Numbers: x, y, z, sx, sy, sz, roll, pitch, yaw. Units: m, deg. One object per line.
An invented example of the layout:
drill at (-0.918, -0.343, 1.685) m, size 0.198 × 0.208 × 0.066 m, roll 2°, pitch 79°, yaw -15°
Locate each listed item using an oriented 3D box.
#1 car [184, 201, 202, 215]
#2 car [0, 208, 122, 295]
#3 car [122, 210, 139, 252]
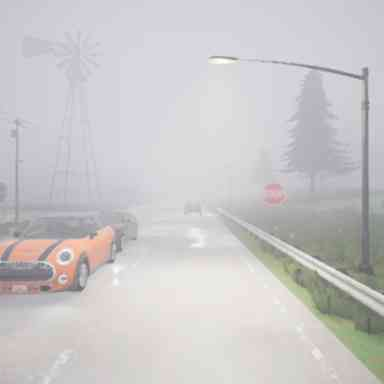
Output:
car at (0.100, 1.659, 35.606) m, size 2.033 × 1.411 × 5.357 m, roll 0°, pitch 0°, yaw 0°
car at (-3.499, 1.381, 8.999) m, size 2.097 × 1.767 × 4.553 m, roll 0°, pitch 0°, yaw 0°
car at (-3.551, 1.523, 14.374) m, size 1.882 × 1.535 × 5.008 m, roll 0°, pitch 0°, yaw 0°
